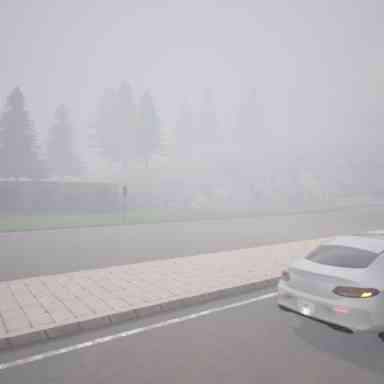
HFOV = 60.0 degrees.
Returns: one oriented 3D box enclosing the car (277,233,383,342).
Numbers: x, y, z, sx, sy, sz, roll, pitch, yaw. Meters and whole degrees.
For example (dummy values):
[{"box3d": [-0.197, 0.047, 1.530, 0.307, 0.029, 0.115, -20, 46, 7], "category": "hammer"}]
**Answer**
[{"box3d": [3.578, 1.525, 6.296, 4.674, 1.442, 1.812, 0, 0, -35], "category": "car"}]
